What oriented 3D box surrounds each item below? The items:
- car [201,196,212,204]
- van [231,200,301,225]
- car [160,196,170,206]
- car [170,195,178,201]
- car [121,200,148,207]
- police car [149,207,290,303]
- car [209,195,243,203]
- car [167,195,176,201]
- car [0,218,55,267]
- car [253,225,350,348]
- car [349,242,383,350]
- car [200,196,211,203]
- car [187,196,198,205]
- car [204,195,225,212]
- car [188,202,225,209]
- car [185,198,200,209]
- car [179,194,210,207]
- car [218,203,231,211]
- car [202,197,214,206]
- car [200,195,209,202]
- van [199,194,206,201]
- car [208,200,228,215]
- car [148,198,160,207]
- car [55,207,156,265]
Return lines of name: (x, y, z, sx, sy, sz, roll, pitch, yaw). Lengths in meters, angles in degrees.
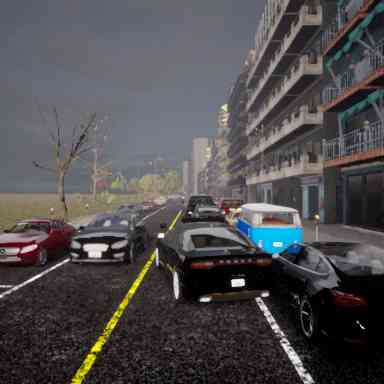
car: (2.700, 1.543, 63.021, 1.752, 1.417, 4.829, 1, 0, 0)
van: (2.600, 1.344, 11.902, 1.690, 1.788, 3.998, 1, 0, 0)
car: (-5.193, 1.541, 56.468, 1.752, 1.417, 4.829, 1, 0, 0)
car: (-5.148, 1.575, 79.254, 2.008, 1.369, 4.403, 1, 0, 0)
car: (-5.250, 1.572, 28.368, 1.947, 1.339, 4.313, 1, 0, 0)
police car: (0.225, 1.427, 8.486, 1.930, 1.638, 5.238, 0, 0, -14)
car: (2.623, 1.320, 23.224, 2.192, 1.841, 5.009, 1, 0, 0)
car: (-5.137, 1.578, 84.908, 2.008, 1.369, 4.403, 1, 0, 0)
car: (-5.284, 1.585, 11.406, 1.802, 1.307, 4.206, 1, 0, 0)
car: (2.586, 1.567, 6.240, 1.947, 1.339, 4.313, 1, 0, 0)
car: (2.578, 1.315, 0.580, 2.192, 1.841, 5.009, 1, 0, 0)
car: (2.711, 1.570, 68.511, 2.008, 1.369, 4.403, 1, 0, 0)
car: (0.121, 1.542, 60.247, 1.812, 1.442, 4.674, 0, 0, 0)
car: (2.657, 1.324, 40.207, 2.192, 1.841, 5.009, 1, 0, 0)
car: (0.862, 1.509, 18.631, 1.837, 1.490, 4.892, 0, 0, 0)
car: (0.106, 1.559, 46.467, 2.033, 1.411, 5.357, 0, 0, 1)
car: (0.431, 1.225, 24.572, 2.150, 2.045, 5.566, 0, 0, -5)
car: (2.610, 1.529, 17.733, 1.752, 1.417, 4.829, 1, 0, 0)
car: (2.689, 1.541, 57.360, 1.752, 1.417, 4.829, 1, 0, 0)
car: (2.724, 1.462, 74.173, 1.967, 1.590, 4.097, 1, 0, 0)
van: (2.747, 1.369, 85.495, 1.690, 1.788, 3.998, 1, 0, 0)
car: (2.643, 1.590, 34.546, 1.802, 1.307, 4.206, 1, 0, 0)
car: (-5.227, 1.591, 39.676, 1.802, 1.307, 4.206, 1, 0, 0)
car: (-2.726, 1.494, 11.799, 2.128, 1.511, 4.902, 0, 0, 0)
